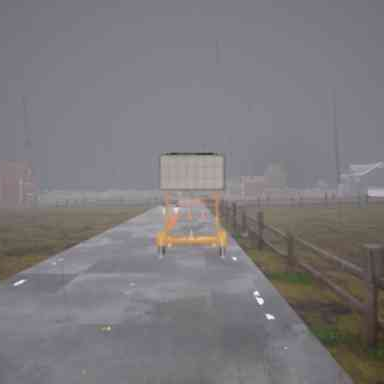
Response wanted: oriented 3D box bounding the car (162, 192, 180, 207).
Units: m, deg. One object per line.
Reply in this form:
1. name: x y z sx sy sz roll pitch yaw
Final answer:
1. car: -2.842 0.947 45.646 2.150 2.045 5.566 0 0 0

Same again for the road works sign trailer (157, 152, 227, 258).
1. road works sign trailer: -0.002 0.355 12.181 2.380 3.560 2.880 0 0 0
